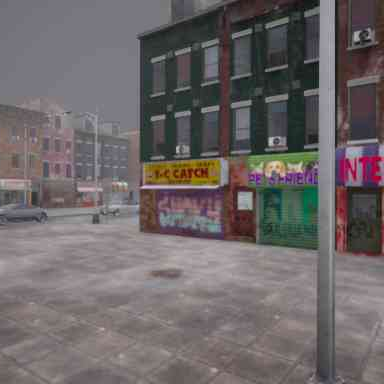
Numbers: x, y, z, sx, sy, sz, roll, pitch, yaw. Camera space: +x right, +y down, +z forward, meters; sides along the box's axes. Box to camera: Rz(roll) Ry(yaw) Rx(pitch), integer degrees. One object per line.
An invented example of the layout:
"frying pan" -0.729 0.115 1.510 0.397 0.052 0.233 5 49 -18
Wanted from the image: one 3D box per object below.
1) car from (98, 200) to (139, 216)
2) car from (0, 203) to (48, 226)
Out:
"car" -6.486 1.471 31.346 1.895 1.301 4.718 0 0 36
"car" -12.311 1.488 23.158 1.994 1.385 4.181 0 0 35
